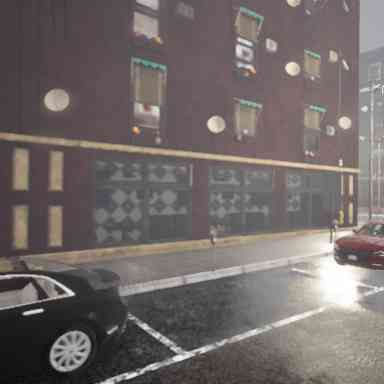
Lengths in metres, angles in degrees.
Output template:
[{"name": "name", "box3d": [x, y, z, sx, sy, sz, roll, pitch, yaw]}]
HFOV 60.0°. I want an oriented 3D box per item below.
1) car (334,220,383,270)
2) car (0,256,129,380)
[{"name": "car", "box3d": [6.290, 1.581, 10.534, 4.507, 1.381, 1.887, 0, 1, -35]}, {"name": "car", "box3d": [-2.944, 1.550, 3.948, 4.403, 1.369, 2.008, 0, 1, -35]}]
